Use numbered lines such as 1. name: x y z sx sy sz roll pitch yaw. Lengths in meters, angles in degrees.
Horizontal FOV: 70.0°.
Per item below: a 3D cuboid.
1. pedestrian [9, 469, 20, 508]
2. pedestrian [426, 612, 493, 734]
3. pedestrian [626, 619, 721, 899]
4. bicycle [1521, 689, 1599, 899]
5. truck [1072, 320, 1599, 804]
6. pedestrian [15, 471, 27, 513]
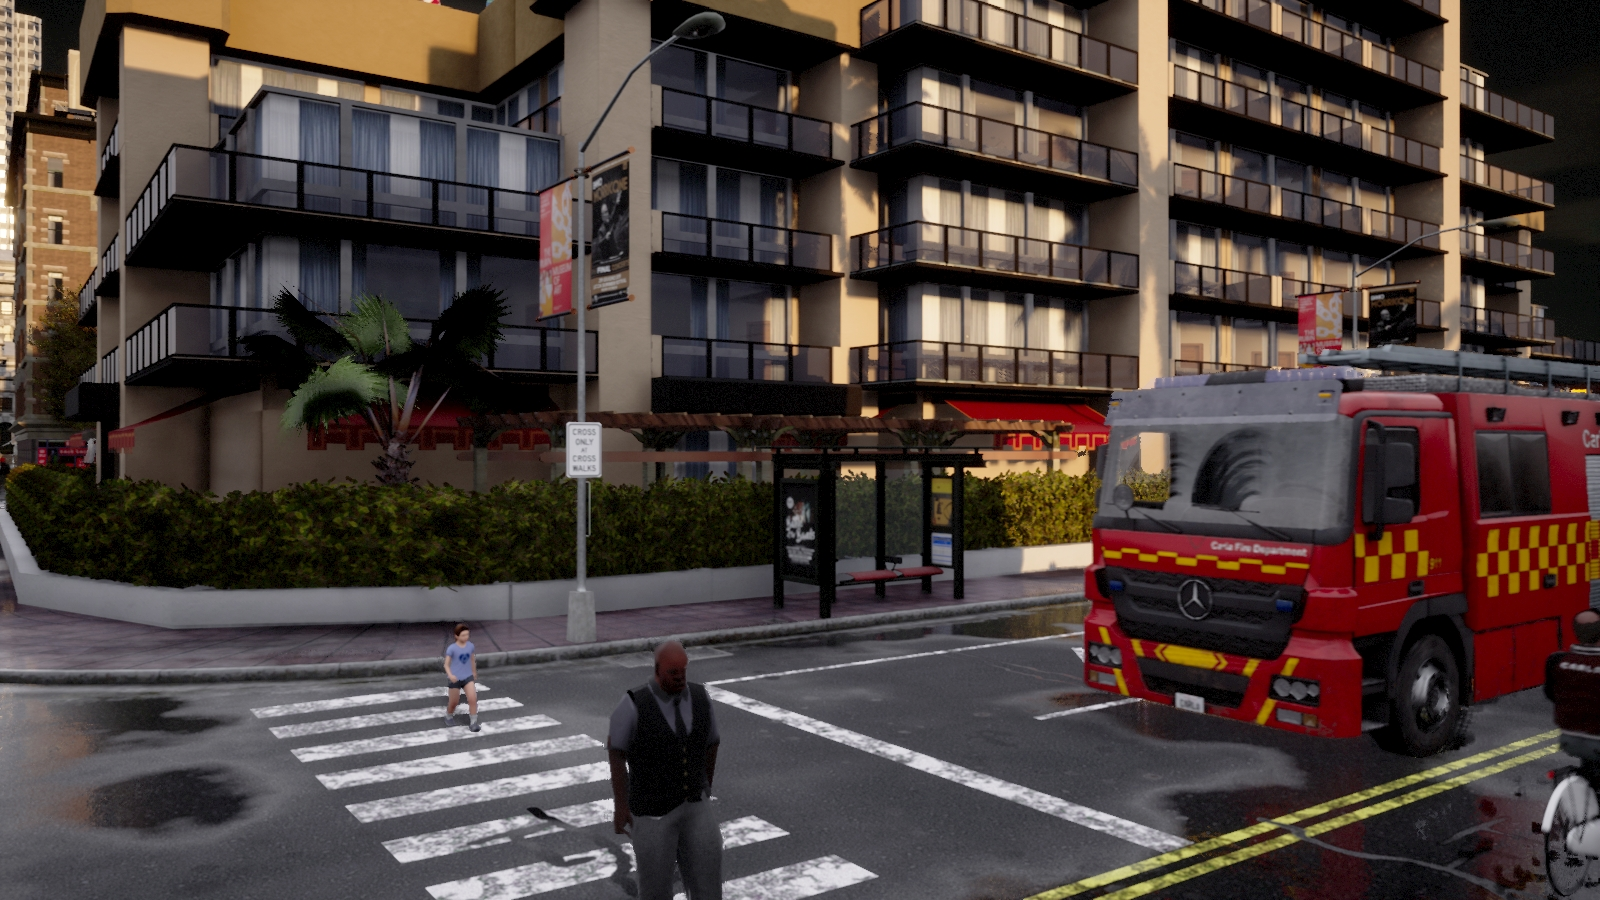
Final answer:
1. pedestrian: -38.013 1.849 55.279 0.375 1.860 0.375 0 0 -43
2. pedestrian: -3.433 2.229 11.519 0.500 1.100 0.500 0 0 -38
3. pedestrian: -0.662 1.849 5.950 0.375 1.860 0.375 0 0 -28
4. bicycle: 5.323 2.210 7.490 1.835 1.171 0.329 0 0 -35
5. truck: 7.020 0.890 12.661 8.468 3.827 2.891 0 0 -35
6. pedestrian: -34.626 1.848 50.789 0.375 1.860 0.375 0 0 -27
